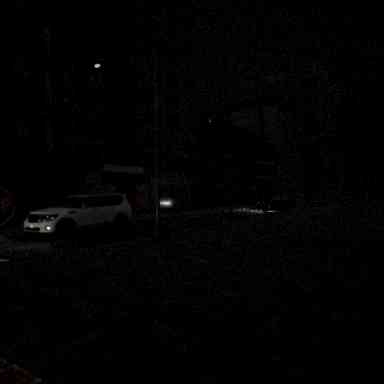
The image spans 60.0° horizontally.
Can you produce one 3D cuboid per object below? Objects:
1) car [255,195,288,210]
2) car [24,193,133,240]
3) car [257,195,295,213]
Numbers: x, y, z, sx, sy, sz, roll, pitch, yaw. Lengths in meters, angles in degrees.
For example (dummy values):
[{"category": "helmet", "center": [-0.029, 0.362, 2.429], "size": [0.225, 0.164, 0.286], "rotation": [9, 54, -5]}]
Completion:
[{"category": "car", "center": [9.141, 1.159, 37.937], "size": [1.882, 1.535, 5.008], "rotation": [-2, -1, 35]}, {"category": "car", "center": [-5.507, 1.112, 16.943], "size": [2.150, 2.045, 5.566], "rotation": [-2, 0, 35]}, {"category": "car", "center": [8.353, 1.120, 31.862], "size": [1.882, 1.535, 5.008], "rotation": [-2, -1, 35]}]
